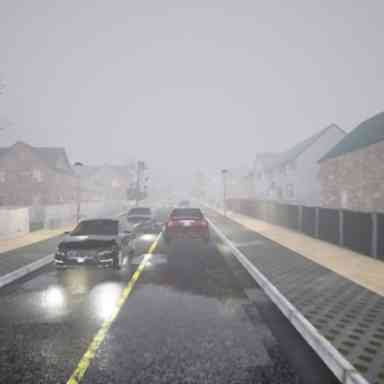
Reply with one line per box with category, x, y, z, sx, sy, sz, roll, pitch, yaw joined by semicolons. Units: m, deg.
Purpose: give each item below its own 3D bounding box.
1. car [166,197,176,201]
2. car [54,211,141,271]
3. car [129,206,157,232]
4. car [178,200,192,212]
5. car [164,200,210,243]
car;-4.432;1.915;70.929;2.097;1.767;4.553;0;0;-1
car;-3.095;1.624;11.464;1.837;1.490;4.892;0;0;-2
car;-3.332;1.709;21.813;1.837;1.490;4.892;0;0;-1
car;-0.991;1.867;46.565;1.882;1.535;5.008;0;-1;-1
car;-0.278;1.496;17.211;2.097;1.767;4.553;0;0;-1
